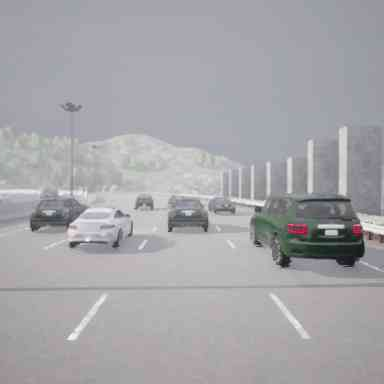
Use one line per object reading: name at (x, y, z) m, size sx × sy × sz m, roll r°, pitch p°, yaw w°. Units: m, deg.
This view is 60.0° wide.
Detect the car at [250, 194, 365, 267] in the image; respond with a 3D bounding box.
car at (3.447, 1.080, 11.023) m, size 2.150 × 2.045 × 5.566 m, roll 0°, pitch 1°, yaw -1°

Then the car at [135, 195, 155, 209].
car at (-5.127, 1.045, 36.011) m, size 1.837 × 1.490 × 4.892 m, roll 0°, pitch 1°, yaw -7°

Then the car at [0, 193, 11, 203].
car at (-28.858, 0.908, 50.066) m, size 1.812 × 1.442 × 4.674 m, roll 0°, pitch 1°, yaw -13°

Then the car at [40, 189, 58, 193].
car at (-22.024, 0.560, 51.576) m, size 2.150 × 2.045 × 5.566 m, roll 0°, pitch 1°, yaw -13°

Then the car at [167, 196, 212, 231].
car at (-0.261, 1.111, 18.802) m, size 2.097 × 1.767 × 4.553 m, roll 0°, pitch 1°, yaw -2°

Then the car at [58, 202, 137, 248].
car at (-3.621, 1.350, 13.697) m, size 1.812 × 1.442 × 4.674 m, roll 0°, pitch 1°, yaw -1°

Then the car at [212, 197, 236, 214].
car at (2.590, 1.168, 29.789) m, size 2.033 × 1.411 × 5.357 m, roll 0°, pitch 1°, yaw -5°

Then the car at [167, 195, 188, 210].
car at (-1.681, 1.097, 36.586) m, size 1.994 × 1.385 × 4.181 m, roll 0°, pitch 1°, yaw -7°

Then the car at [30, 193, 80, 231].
car at (-7.268, 1.111, 18.842) m, size 2.097 × 1.767 × 4.553 m, roll 0°, pitch 1°, yaw -2°
